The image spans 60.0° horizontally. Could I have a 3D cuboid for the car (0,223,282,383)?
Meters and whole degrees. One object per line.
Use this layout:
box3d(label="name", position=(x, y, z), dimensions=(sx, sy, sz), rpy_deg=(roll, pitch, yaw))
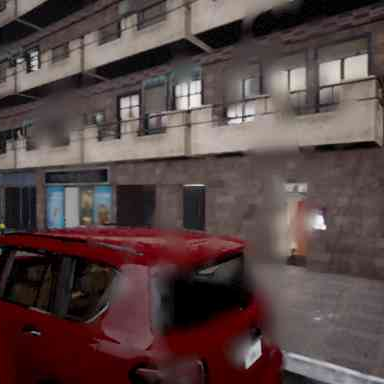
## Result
box3d(label="car", position=(-1.479, 1.316, 3.926), dimensions=(5.009, 1.841, 2.192), rpy_deg=(0, 0, 35))
